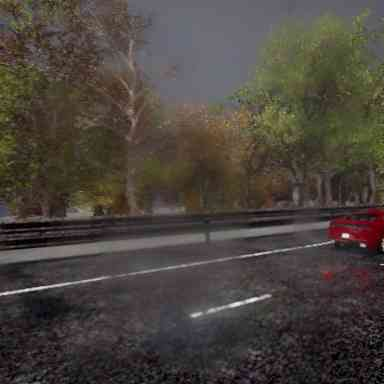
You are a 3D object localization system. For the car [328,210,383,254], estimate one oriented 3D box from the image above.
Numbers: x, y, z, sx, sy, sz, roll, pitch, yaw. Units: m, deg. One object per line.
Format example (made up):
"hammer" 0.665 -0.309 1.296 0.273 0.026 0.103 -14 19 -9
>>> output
"car" 7.641 1.492 13.629 5.008 1.535 1.882 1 -1 -36
